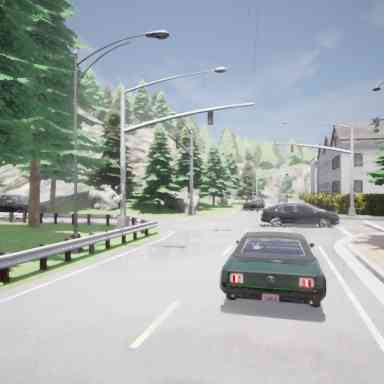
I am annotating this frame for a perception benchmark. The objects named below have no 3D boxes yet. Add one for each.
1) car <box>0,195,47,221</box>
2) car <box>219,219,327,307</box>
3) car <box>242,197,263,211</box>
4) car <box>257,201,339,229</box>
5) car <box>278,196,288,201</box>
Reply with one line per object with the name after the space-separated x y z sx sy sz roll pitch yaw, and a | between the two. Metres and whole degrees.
-14.869 1.235 27.590 5.566 2.045 2.150 0 0 15 | car
1.986 1.601 8.067 1.895 1.301 4.718 0 0 15 | car
7.332 1.601 41.207 1.895 1.301 4.718 0 0 16 | car
6.954 1.516 21.694 4.892 1.490 1.837 0 0 15 | car
17.362 1.547 63.527 2.033 1.411 5.357 0 0 16 | car
